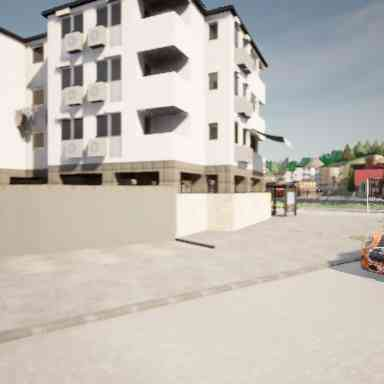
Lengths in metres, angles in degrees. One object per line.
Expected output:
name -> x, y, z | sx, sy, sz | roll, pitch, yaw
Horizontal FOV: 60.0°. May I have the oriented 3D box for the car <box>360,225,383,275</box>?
car -> 6.760, 1.348, 9.383 | 4.553, 1.767, 2.097 | 0, 0, -35
